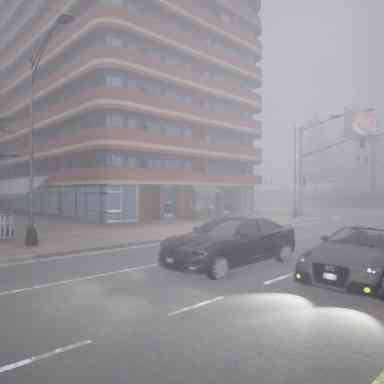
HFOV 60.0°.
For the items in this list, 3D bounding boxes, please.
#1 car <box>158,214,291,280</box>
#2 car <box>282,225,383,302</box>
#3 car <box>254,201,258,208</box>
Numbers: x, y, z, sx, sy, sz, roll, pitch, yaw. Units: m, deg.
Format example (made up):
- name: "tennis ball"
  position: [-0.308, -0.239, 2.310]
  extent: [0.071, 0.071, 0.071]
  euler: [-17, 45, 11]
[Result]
- name: "car"
  position: [1.254, 1.466, 10.164]
  extent: [5.008, 1.535, 1.882]
  euler: [0, 0, -43]
- name: "car"
  position: [4.294, 1.551, 8.214]
  extent: [4.181, 1.385, 1.994]
  euler: [0, 0, -43]
- name: "car"
  position: [6.928, 1.465, 45.861]
  extent: [1.812, 1.442, 4.674]
  euler: [0, 0, -44]
